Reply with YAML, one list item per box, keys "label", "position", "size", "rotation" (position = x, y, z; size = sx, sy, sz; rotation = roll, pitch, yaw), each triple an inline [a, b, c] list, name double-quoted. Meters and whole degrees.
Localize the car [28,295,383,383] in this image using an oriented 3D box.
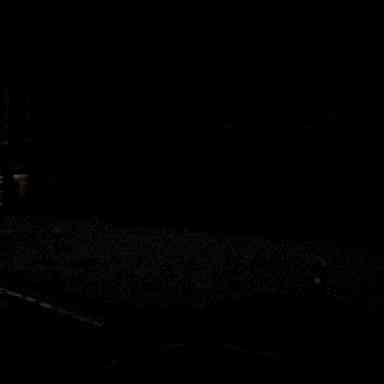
- label: "car"
  position: [0.501, 1.562, 2.608]
  size: [4.313, 1.339, 1.947]
  rotation: [0, 0, 36]
